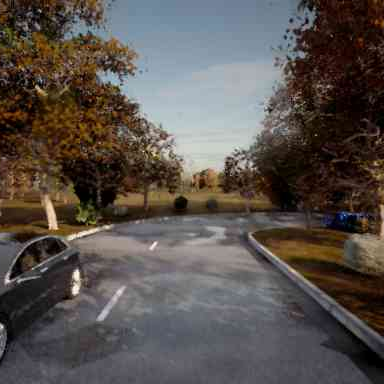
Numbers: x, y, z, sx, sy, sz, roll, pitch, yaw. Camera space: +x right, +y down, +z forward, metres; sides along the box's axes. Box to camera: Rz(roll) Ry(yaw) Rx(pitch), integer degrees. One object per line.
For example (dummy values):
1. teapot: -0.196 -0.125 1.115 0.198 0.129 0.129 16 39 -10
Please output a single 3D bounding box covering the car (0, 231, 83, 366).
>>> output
1. car: -3.338 1.511 5.606 1.837 1.490 4.892 0 0 0
